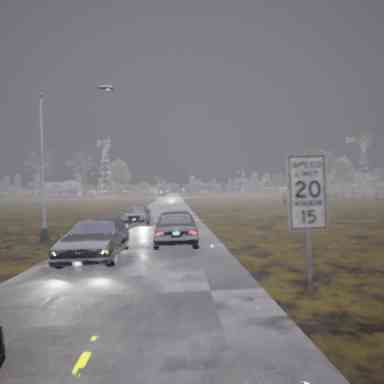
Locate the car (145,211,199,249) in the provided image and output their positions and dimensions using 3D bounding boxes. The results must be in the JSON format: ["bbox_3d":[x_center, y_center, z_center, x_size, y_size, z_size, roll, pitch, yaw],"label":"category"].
[{"bbox_3d":[-0.681,1.552,14.593,2.033,1.411,5.357,-2,0,-2],"label":"car"}]

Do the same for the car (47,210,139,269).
[{"bbox_3d":[-3.350,1.633,11.977,2.033,1.411,5.357,-2,0,-3],"label":"car"}]

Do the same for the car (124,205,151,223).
[{"bbox_3d":[-3.956,1.636,24.169,1.994,1.385,4.181,-2,0,-3],"label":"car"}]

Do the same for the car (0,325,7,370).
[{"bbox_3d":[-2.812,1.681,1.317,1.895,1.301,4.718,-2,0,-3],"label":"car"}]
